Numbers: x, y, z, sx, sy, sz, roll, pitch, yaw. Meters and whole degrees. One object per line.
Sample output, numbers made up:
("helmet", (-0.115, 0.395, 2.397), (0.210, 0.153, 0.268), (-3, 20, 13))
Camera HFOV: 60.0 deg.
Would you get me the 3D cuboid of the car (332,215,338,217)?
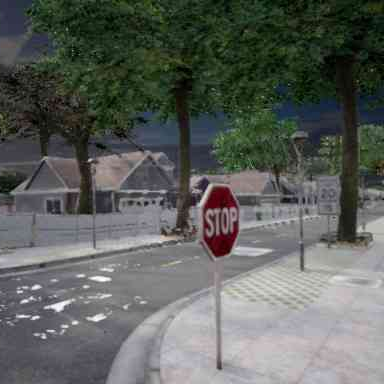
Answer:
("car", (19.464, 2.417, 43.001), (2.128, 1.511, 4.902), (-2, -2, 35))
